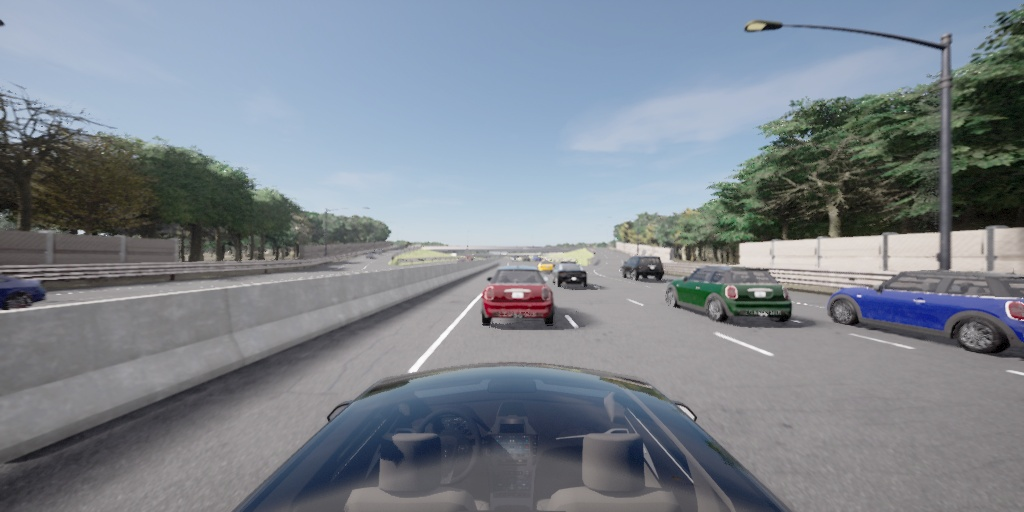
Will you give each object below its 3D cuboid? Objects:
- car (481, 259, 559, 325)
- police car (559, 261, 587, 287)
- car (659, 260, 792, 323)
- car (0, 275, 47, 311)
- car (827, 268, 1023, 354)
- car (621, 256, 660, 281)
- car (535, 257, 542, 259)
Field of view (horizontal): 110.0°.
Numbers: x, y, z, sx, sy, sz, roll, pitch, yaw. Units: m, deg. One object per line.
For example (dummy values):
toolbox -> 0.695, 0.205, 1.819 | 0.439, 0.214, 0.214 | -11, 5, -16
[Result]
car -> 0.183, 1.099, 12.030 | 2.097, 1.767, 4.553 | 0, 0, 1
police car -> 3.824, 1.181, 24.530 | 1.930, 1.638, 5.238 | 0, 0, 1
car -> 7.188, 1.125, 12.470 | 2.097, 1.767, 4.553 | 0, 0, 1
car -> -17.522, 1.207, 10.822 | 1.812, 1.442, 4.674 | 0, 0, 1
car -> 10.655, 1.139, 9.031 | 2.097, 1.767, 4.553 | 0, 0, 1
car -> 10.941, 1.002, 30.418 | 2.150, 2.045, 5.566 | 0, 0, 2
car -> 4.063, 1.207, 43.433 | 1.801, 1.575, 5.366 | 0, 0, 1
